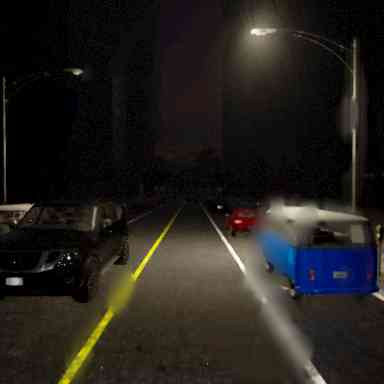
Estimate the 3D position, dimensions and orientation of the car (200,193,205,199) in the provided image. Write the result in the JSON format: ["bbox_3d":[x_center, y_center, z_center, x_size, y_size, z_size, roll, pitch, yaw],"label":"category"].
[{"bbox_3d":[2.752,1.348,54.360,1.752,1.417,4.829,-1,0,0],"label":"car"}]

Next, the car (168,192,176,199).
[{"bbox_3d":[-5.773,1.241,86.365,1.802,1.307,4.206,-1,0,0],"label":"car"}]

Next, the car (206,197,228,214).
[{"bbox_3d":[2.753,1.470,33.379,1.947,1.339,4.313,-1,0,0],"label":"car"}]

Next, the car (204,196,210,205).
[{"bbox_3d":[2.752,1.451,38.583,1.947,1.339,4.313,-1,0,0],"label":"car"}]

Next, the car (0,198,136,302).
[{"bbox_3d":[-3.086,1.197,8.567,2.150,2.045,5.566,0,0,0],"label":"car"}]

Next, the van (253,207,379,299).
[{"bbox_3d":[2.787,1.319,8.108,1.690,1.788,3.998,-1,0,0],"label":"van"}]

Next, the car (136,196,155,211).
[{"bbox_3d":[-5.773,1.433,37.883,1.887,1.381,4.507,-1,0,0],"label":"car"}]

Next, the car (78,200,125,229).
[{"bbox_3d":[-5.774,1.379,21.748,1.967,1.590,4.097,-1,0,0],"label":"car"}]

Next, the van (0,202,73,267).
[{"bbox_3d":[-5.775,1.309,11.797,1.690,1.788,3.998,-1,0,0],"label":"van"}]

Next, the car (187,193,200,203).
[{"bbox_3d":[-0.002,1.318,60.972,1.812,1.442,4.674,0,0,0],"label":"car"}]

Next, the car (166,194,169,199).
[{"bbox_3d":[-5.773,1.366,59.395,1.947,1.339,4.313,-1,0,0],"label":"car"}]

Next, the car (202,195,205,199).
[{"bbox_3d":[2.752,1.417,43.785,2.008,1.369,4.403,-1,0,0],"label":"car"}]

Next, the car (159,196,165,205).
[{"bbox_3d":[-5.773,1.375,54.016,2.008,1.369,4.403,-1,0,0],"label":"car"}]

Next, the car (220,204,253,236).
[{"bbox_3d":[2.753,1.533,17.772,1.802,1.307,4.206,-1,0,0],"label":"car"}]

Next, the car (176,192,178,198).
[{"bbox_3d":[-5.776,0.940,92.044,2.192,1.841,5.009,-1,0,0],"label":"car"}]

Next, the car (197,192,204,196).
[{"bbox_3d":[2.752,1.183,86.543,1.752,1.417,4.829,-1,0,0],"label":"car"}]

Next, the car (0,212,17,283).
[{"bbox_3d":[-5.774,1.421,6.910,1.967,1.590,4.097,-1,0,0],"label":"car"}]

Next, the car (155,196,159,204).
[{"bbox_3d":[-5.773,1.450,43.260,1.802,1.307,4.206,-1,0,0],"label":"car"}]
